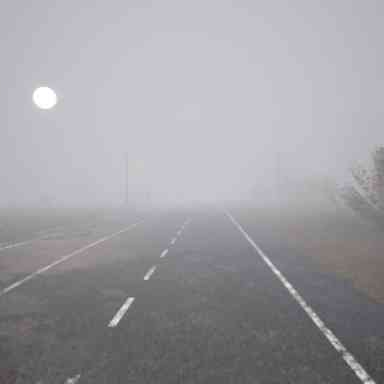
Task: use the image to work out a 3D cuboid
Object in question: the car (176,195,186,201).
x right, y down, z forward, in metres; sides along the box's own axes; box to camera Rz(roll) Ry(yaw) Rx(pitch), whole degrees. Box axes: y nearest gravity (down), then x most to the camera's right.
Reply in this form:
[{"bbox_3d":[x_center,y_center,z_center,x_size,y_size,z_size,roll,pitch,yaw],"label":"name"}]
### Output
[{"bbox_3d":[-2.638,1.394,80.971,1.837,1.490,4.892,-1,0,3],"label":"car"}]
